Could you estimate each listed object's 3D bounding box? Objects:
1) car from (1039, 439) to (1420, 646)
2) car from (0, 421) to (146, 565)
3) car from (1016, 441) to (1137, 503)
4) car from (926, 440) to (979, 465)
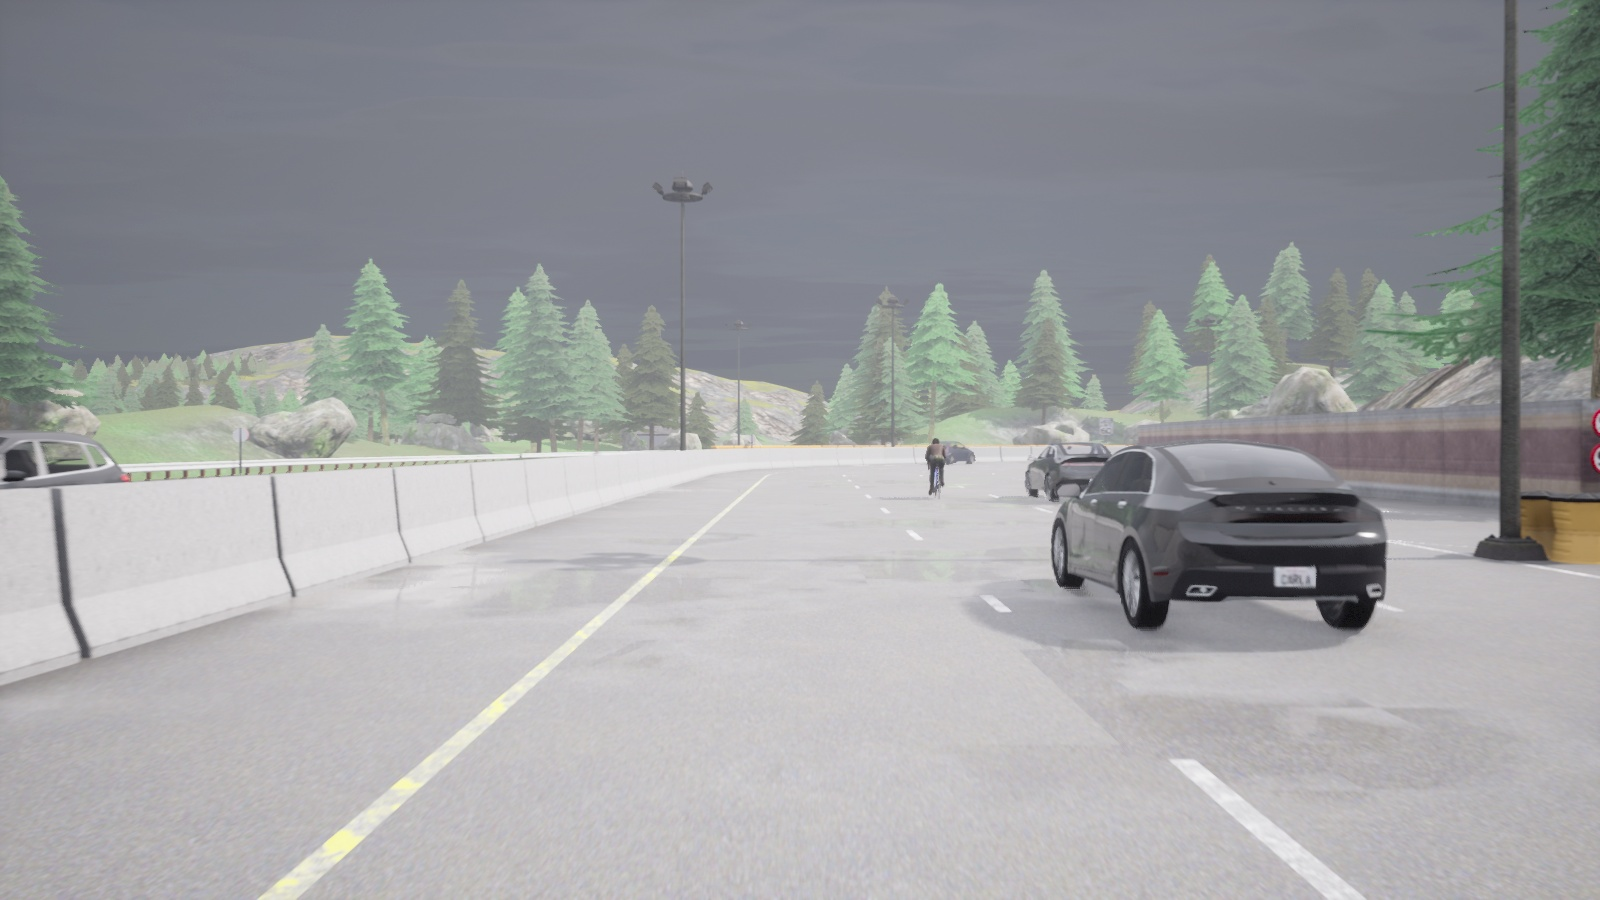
[{"bbox_3d":[3.564,0.686,11.517,1.837,1.490,4.892,0,0,0],"label":"car"},{"bbox_3d":[-10.421,0.495,15.538,2.242,1.667,4.611,0,0,0],"label":"car"},{"bbox_3d":[7.143,0.522,33.001,2.128,1.511,4.902,0,0,0],"label":"car"},{"bbox_3d":[10.339,0.166,85.061,1.851,1.617,3.988,0,0,37],"label":"car"}]
